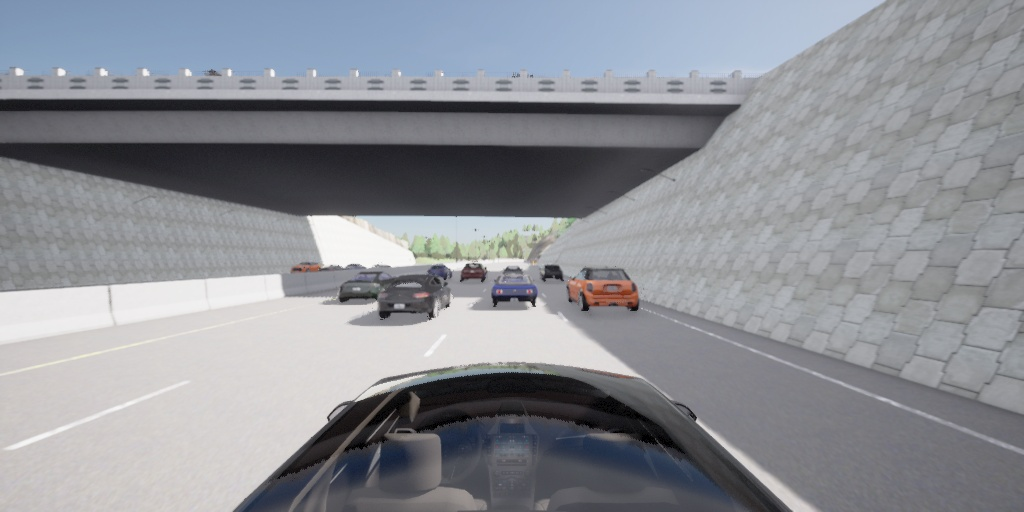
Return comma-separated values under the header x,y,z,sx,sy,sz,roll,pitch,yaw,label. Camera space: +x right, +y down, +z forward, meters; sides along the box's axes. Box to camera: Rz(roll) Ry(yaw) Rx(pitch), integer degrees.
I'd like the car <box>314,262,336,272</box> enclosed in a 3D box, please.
x,y,z,sx,sy,sz,roll,pitch,yaw,label
-24.591,1.738,49.097,1.994,1.385,4.181,0,-1,0,car

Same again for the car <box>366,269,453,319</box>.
x,y,z,sx,sy,sz,roll,pitch,yaw,label
-3.414,1.378,13.143,1.812,1.442,4.674,0,-1,0,car

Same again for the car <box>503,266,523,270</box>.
x,y,z,sx,sy,sz,roll,pitch,yaw,label
0.095,1.603,33.965,1.994,1.385,4.181,0,-1,0,car

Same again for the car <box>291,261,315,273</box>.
x,y,z,sx,sy,sz,roll,pitch,yaw,label
-28.090,1.524,49.071,2.097,1.767,4.553,0,0,0,car

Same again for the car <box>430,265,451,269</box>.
x,y,z,sx,sy,sz,roll,pitch,yaw,label
-6.918,1.567,34.285,1.812,1.442,4.674,0,-1,0,car

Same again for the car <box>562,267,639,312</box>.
x,y,z,sx,sy,sz,roll,pitch,yaw,label
3.596,1.220,14.989,2.097,1.767,4.553,0,-1,0,car

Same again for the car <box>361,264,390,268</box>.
x,y,z,sx,sy,sz,roll,pitch,yaw,label
-17.605,1.706,47.511,2.033,1.411,5.357,0,0,0,car

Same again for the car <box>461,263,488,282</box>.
x,y,z,sx,sy,sz,roll,pitch,yaw,label
-3.404,1.382,32.981,2.097,1.767,4.553,0,-1,0,car

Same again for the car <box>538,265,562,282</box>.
x,y,z,sx,sy,sz,roll,pitch,yaw,label
3.595,1.538,33.298,1.837,1.490,4.892,0,-1,0,car

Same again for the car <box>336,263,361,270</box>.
x,y,z,sx,sy,sz,roll,pitch,yaw,label
-21.100,1.687,47.768,1.812,1.442,4.674,0,0,0,car

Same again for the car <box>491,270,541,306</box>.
x,y,z,sx,sy,sz,roll,pitch,yaw,label
0.098,1.484,16.536,1.895,1.301,4.718,0,-1,0,car

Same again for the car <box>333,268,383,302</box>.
x,y,z,sx,sy,sz,roll,pitch,yaw,label
-6.903,1.459,17.916,1.994,1.385,4.181,0,-1,0,car
